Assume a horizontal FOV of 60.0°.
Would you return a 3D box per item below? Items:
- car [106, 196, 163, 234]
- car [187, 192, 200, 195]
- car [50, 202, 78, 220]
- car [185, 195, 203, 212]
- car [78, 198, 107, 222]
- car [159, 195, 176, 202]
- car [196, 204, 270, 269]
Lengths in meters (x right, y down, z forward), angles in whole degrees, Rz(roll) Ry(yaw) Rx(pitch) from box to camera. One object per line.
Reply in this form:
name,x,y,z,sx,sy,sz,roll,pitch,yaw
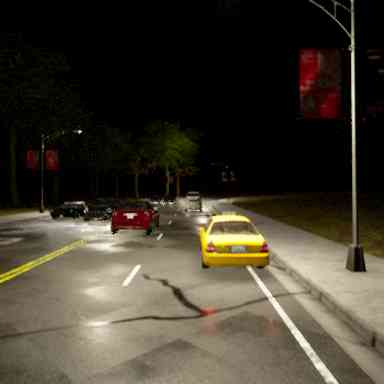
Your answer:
car,-3.084,1.273,18.805,2.097,1.767,4.553,0,0,0
car,0.290,1.033,47.837,2.150,2.045,5.566,0,0,4
car,-9.754,1.492,27.080,1.895,1.301,4.718,0,0,0
car,0.184,1.383,36.471,1.812,1.442,4.674,0,0,1
car,-6.510,1.251,24.803,2.097,1.767,4.553,0,0,0
car,-4.426,1.262,65.327,1.812,1.442,4.674,0,0,10
car,1.176,1.407,10.927,1.801,1.575,5.366,0,0,0
